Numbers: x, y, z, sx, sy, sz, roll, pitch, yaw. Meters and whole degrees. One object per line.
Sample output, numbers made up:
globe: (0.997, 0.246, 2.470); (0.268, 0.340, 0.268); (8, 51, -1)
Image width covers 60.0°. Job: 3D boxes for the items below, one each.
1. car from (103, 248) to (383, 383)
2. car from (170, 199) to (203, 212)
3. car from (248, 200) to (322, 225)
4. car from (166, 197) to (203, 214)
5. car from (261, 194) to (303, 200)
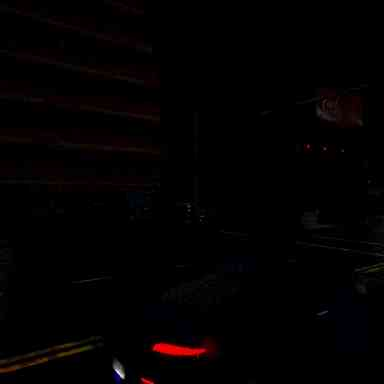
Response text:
car: (1.162, 1.526, 4.570); (4.674, 1.442, 1.812); (0, 0, -36)
car: (-0.709, 1.564, 40.598); (1.994, 1.385, 4.181); (0, 0, -36)
car: (6.565, 1.547, 24.502); (2.033, 1.411, 5.357); (0, 0, -36)
car: (-0.824, 1.352, 34.761); (2.097, 1.767, 4.553); (0, 0, -36)
car: (8.153, 1.222, 28.287); (2.150, 2.045, 5.566); (0, 0, -36)
